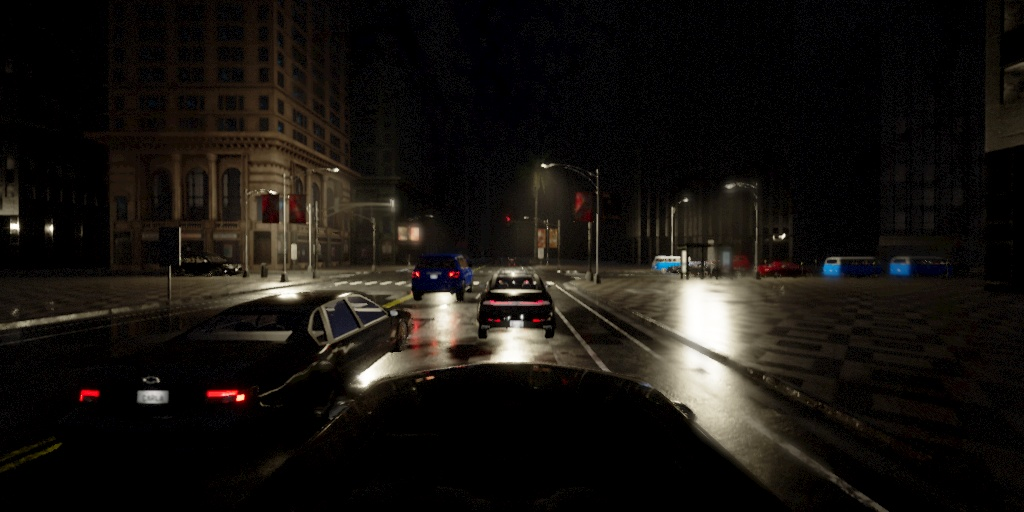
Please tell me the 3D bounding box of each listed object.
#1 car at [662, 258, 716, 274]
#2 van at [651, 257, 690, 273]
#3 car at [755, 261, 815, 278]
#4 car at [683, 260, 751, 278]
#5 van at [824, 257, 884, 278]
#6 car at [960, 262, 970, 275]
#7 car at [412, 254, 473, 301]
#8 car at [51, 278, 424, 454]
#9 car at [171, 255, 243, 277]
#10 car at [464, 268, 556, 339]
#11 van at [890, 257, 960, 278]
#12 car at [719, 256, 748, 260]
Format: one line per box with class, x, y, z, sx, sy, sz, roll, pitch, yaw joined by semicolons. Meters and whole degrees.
car;18.335;1.172;35.712;5.357;1.411;2.033;0;0;0
van;17.053;0.951;38.376;3.998;1.789;1.690;0;0;0
car;22.739;1.239;29.855;4.207;1.307;1.802;0;0;0
car;17.061;1.211;29.851;4.403;1.370;2.007;0;0;0
van;28.416;0.994;29.859;3.998;1.789;1.690;0;0;0
car;42.321;1.108;35.684;4.902;1.511;2.128;0;0;0
car;-3.156;0.924;17.164;2.150;2.045;5.566;0;0;0
car;-3.152;1.285;5.676;2.033;1.411;5.357;0;0;0
car;-27.760;0.904;32.558;5.566;2.045;2.150;0;0;0
car;0.093;1.214;9.994;2.128;1.511;4.902;0;0;0
van;34.093;0.992;29.863;3.998;1.789;1.690;0;0;0
car;22.731;0.921;38.380;5.009;1.841;2.192;0;0;0
